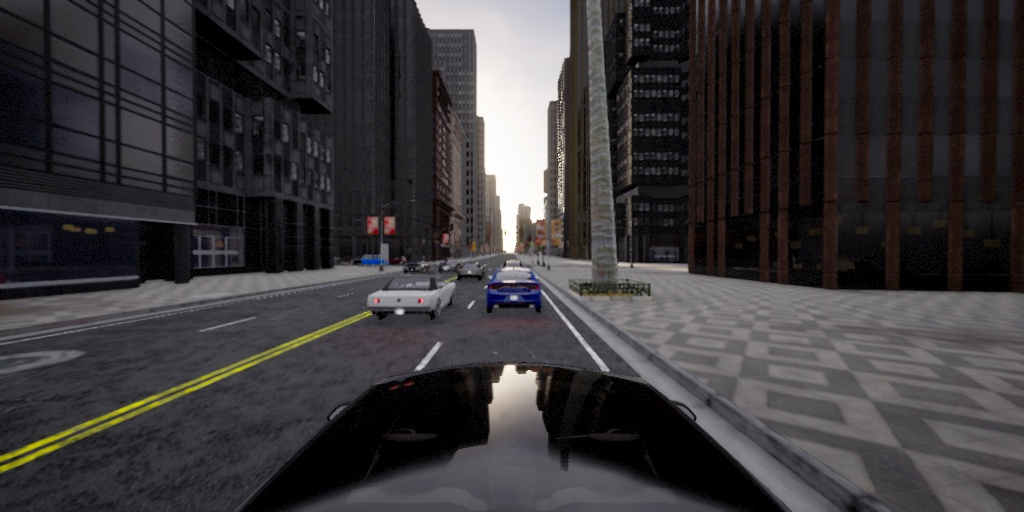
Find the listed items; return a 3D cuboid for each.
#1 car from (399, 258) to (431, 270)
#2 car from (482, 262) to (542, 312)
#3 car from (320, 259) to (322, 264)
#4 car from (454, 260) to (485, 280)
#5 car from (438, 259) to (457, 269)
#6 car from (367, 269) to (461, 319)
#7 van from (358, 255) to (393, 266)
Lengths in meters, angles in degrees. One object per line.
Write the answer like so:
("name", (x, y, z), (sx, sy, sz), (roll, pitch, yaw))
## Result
("car", (-9.817, 1.141, 37.230), (1.994, 1.385, 4.181), (0, 0, 0))
("car", (0.072, 1.165, 13.830), (1.882, 1.535, 5.008), (0, 0, 0))
("car", (-31.754, 0.811, 54.500), (4.829, 1.417, 1.751), (0, 0, 0))
("car", (-3.173, 1.178, 28.875), (1.994, 1.385, 4.181), (0, 0, 0))
("car", (-6.563, 1.065, 38.148), (2.128, 1.511, 4.902), (0, 0, 0))
("car", (-3.184, 1.295, 12.438), (1.895, 1.301, 4.718), (0, 0, 0))
("van", (-20.675, 0.727, 54.462), (3.998, 1.789, 1.690), (0, 0, 0))
